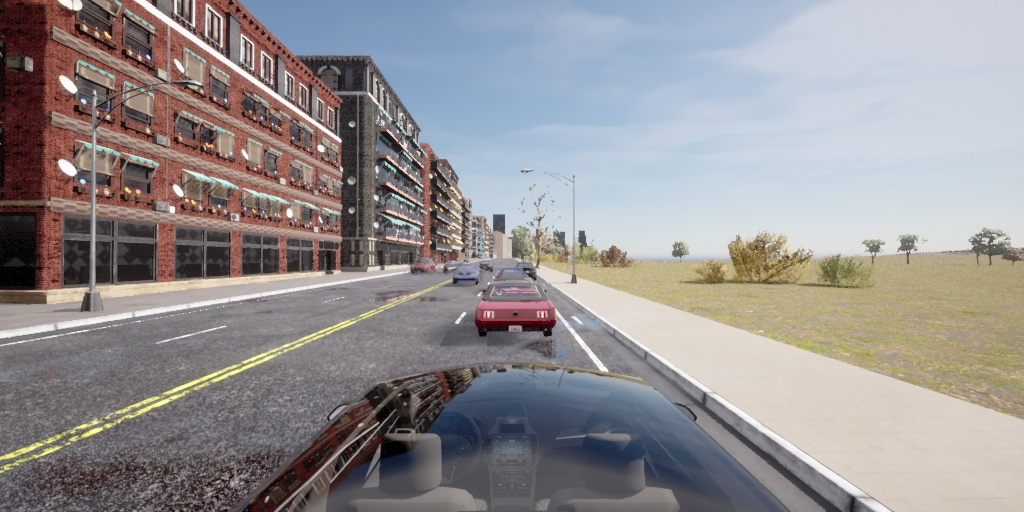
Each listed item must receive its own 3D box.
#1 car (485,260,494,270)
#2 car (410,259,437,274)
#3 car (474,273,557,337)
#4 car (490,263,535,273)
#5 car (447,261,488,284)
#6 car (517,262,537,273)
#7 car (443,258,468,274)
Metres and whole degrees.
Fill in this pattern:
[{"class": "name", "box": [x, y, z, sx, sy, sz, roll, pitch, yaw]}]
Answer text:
[{"class": "car", "box": [-3.272, 1.279, 45.198, 1.812, 1.442, 4.674, 0, 0, 0]}, {"class": "car", "box": [-9.960, 1.105, 40.482, 2.097, 1.767, 4.553, 0, 0, 0]}, {"class": "car", "box": [0.076, 1.352, 10.301, 1.895, 1.301, 4.718, 0, 0, 0]}, {"class": "car", "box": [0.039, 1.317, 20.331, 1.994, 1.385, 4.181, 0, 0, 0]}, {"class": "car", "box": [-3.220, 1.300, 26.834, 2.033, 1.411, 5.357, 0, 0, 0]}, {"class": "car", "box": [1.056, 1.259, 30.325, 1.837, 1.490, 4.892, 0, 0, 0]}, {"class": "car", "box": [-6.712, 1.245, 41.313, 2.128, 1.511, 4.902, 0, 0, 0]}]
